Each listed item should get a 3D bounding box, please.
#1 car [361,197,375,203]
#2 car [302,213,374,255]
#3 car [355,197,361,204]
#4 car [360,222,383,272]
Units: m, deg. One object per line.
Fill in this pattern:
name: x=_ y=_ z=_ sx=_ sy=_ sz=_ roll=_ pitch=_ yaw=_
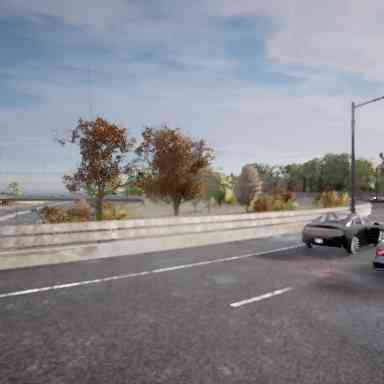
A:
car: x=43.753 y=2.032 z=84.786 sx=2.097 sy=1.767 sz=4.553 roll=0 pitch=0 yaw=2
car: x=6.485 y=1.624 z=13.972 sx=4.902 sy=1.511 sz=2.128 roll=1 pitch=-1 yaw=-43
car: x=40.260 y=2.188 z=85.036 sx=2.128 sy=1.511 sz=4.902 roll=0 pitch=0 yaw=2
car: x=7.173 y=1.653 z=9.844 sx=5.357 sy=1.411 sz=2.033 roll=1 pitch=-1 yaw=-42
